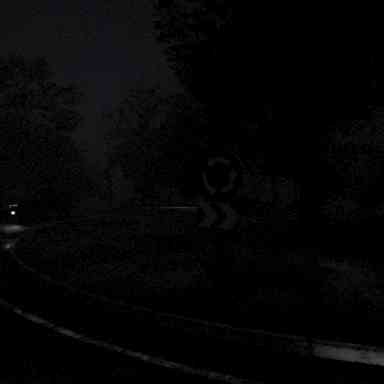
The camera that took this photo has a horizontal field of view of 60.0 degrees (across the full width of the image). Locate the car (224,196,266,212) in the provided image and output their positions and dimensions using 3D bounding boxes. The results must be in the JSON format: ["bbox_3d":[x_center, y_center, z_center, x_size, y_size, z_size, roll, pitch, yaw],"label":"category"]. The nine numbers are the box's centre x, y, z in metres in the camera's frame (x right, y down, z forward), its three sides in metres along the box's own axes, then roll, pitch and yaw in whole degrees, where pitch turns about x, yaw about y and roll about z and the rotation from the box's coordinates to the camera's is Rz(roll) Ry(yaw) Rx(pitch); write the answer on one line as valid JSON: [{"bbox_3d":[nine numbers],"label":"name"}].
[{"bbox_3d":[4.711,1.094,32.656,5.008,1.535,1.882,1,0,1],"label":"car"}]

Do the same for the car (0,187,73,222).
[{"bbox_3d":[-10.106,0.710,21.407,2.150,2.045,5.566,1,1,19],"label":"car"}]
